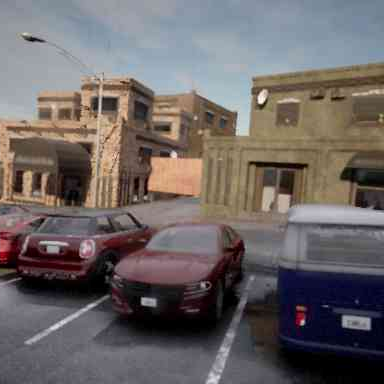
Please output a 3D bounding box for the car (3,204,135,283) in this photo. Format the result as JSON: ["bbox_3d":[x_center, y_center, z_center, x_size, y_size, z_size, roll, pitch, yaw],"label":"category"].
[{"bbox_3d":[-2.387,1.261,9.139,2.185,1.767,4.553,1,0,16],"label":"car"}]

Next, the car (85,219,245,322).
[{"bbox_3d":[0.026,1.422,7.455,2.097,1.535,5.008,1,0,16],"label":"car"}]

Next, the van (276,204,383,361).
[{"bbox_3d":[2.448,1.234,5.849,1.878,1.987,4.442,1,0,16],"label":"van"}]

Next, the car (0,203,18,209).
[{"bbox_3d":[-7.187,1.189,12.569,2.185,1.767,4.553,1,0,16],"label":"car"}]

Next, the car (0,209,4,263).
[{"bbox_3d":[-4.772,1.380,10.911,2.163,1.488,4.792,1,0,16],"label":"car"}]
